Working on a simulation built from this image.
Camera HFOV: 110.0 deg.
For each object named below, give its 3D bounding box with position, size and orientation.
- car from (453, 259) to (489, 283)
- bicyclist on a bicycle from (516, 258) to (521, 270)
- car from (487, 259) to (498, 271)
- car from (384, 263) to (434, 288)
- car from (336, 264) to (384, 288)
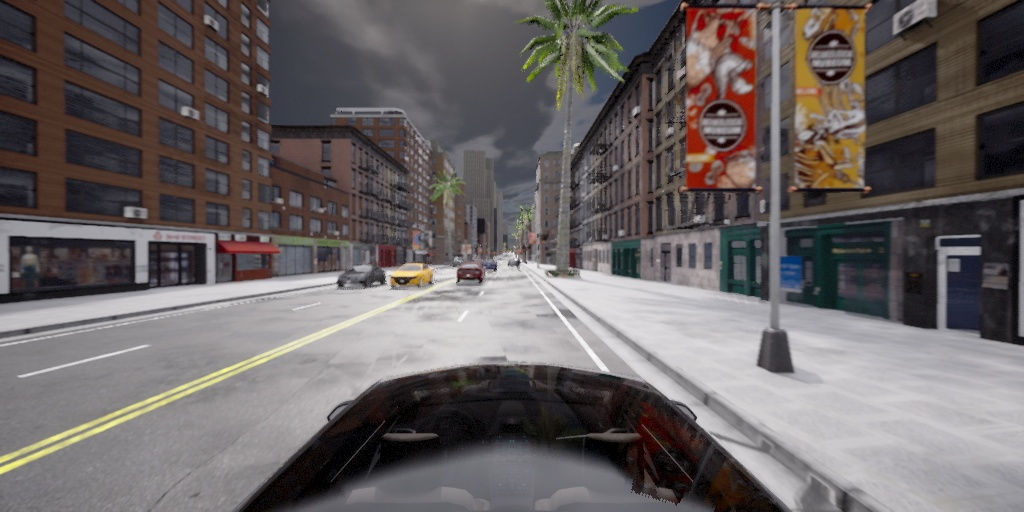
[{"bbox_3d":[-3.139,1.241,28.258,1.882,1.535,5.008,0,0,0],"label":"car"},{"bbox_3d":[0.911,1.204,48.832,0.659,1.776,1.843,0,0,0],"label":"bicyclist on a bicycle"},{"bbox_3d":[-3.132,1.193,50.415,2.097,1.767,4.553,0,0,0],"label":"car"},{"bbox_3d":[-6.589,1.234,24.004,1.882,1.535,5.008,0,0,0],"label":"car"},{"bbox_3d":[-9.844,1.282,23.902,1.812,1.442,4.674,0,0,0],"label":"car"}]
